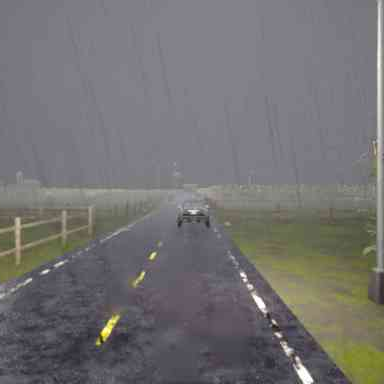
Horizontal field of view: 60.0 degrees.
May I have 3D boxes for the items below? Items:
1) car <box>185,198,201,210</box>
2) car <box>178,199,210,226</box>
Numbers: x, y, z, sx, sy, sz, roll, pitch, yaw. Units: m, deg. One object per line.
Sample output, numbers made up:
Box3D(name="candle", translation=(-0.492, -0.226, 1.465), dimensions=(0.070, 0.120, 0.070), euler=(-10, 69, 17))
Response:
Box3D(name="car", translation=(0.112, 1.536, 42.759), dimensions=(1.994, 1.385, 4.181), euler=(0, 0, 0))
Box3D(name="car", translation=(0.106, 1.342, 23.314), dimensions=(2.097, 1.767, 4.553), euler=(0, 0, 0))
